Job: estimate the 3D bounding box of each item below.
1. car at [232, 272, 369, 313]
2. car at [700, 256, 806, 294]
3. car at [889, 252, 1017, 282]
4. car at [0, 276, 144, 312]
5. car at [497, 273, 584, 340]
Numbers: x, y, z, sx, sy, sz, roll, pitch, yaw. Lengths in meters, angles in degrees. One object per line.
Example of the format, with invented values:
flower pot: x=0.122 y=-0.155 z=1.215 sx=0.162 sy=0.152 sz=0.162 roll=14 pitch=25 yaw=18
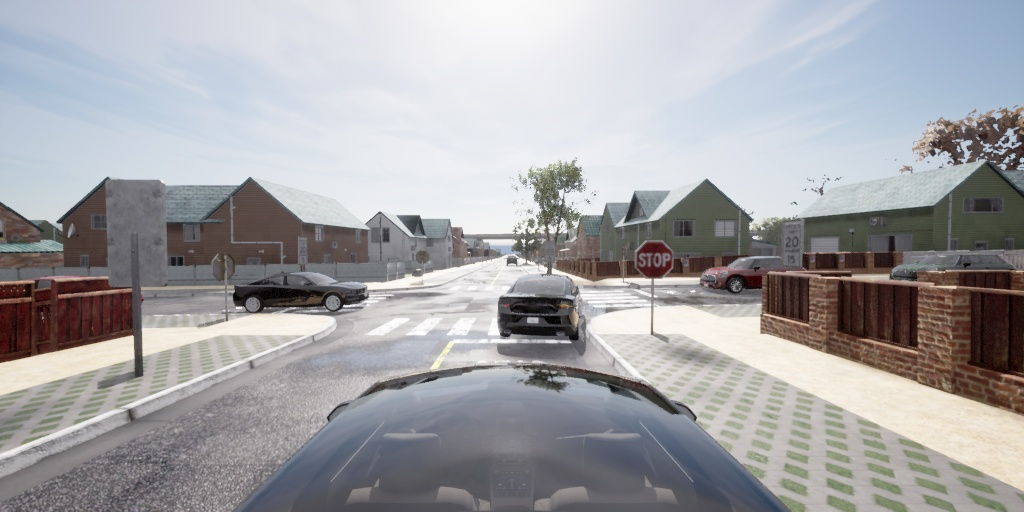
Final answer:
car: x=-8.468 y=1.376 z=14.604 sx=5.008 sy=1.535 sz=1.882 roll=-1 pitch=2 yaw=0
car: x=11.807 y=0.820 z=17.686 sx=4.553 sy=1.767 sz=2.097 roll=-1 pitch=2 yaw=0
car: x=21.702 y=0.646 z=17.757 sx=4.553 sy=1.767 sz=2.097 roll=-1 pitch=2 yaw=0
car: x=-18.020 y=1.546 z=14.542 sx=5.008 sy=1.535 sz=1.882 roll=-1 pitch=2 yaw=0
car: x=0.958 y=1.224 z=10.077 sx=1.882 sy=1.535 sz=5.008 roll=0 pitch=0 yaw=12
